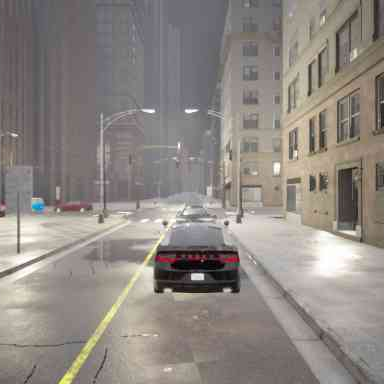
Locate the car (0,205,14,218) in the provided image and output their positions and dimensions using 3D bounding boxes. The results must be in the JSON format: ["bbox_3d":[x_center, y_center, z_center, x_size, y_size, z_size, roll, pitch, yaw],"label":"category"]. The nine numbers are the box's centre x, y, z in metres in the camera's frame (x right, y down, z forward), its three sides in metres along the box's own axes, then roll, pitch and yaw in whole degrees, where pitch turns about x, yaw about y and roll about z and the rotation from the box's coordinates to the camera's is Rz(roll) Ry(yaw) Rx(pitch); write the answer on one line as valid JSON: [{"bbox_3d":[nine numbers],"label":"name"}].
[{"bbox_3d":[-19.599,1.523,30.659,5.009,1.841,2.192,-1,0,0],"label":"car"}]

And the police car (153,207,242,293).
[{"bbox_3d":[0.111,1.427,8.977,1.930,1.638,5.238,0,0,0],"label":"police car"}]

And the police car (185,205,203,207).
[{"bbox_3d":[0.128,1.510,18.581,2.038,1.542,4.974,0,0,0],"label":"police car"}]

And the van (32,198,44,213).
[{"bbox_3d":[-19.567,1.591,39.185,3.998,1.788,1.690,-1,0,0],"label":"van"}]

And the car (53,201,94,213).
[{"bbox_3d":[-13.941,1.726,39.160,4.507,1.381,1.887,-1,0,0],"label":"car"}]
